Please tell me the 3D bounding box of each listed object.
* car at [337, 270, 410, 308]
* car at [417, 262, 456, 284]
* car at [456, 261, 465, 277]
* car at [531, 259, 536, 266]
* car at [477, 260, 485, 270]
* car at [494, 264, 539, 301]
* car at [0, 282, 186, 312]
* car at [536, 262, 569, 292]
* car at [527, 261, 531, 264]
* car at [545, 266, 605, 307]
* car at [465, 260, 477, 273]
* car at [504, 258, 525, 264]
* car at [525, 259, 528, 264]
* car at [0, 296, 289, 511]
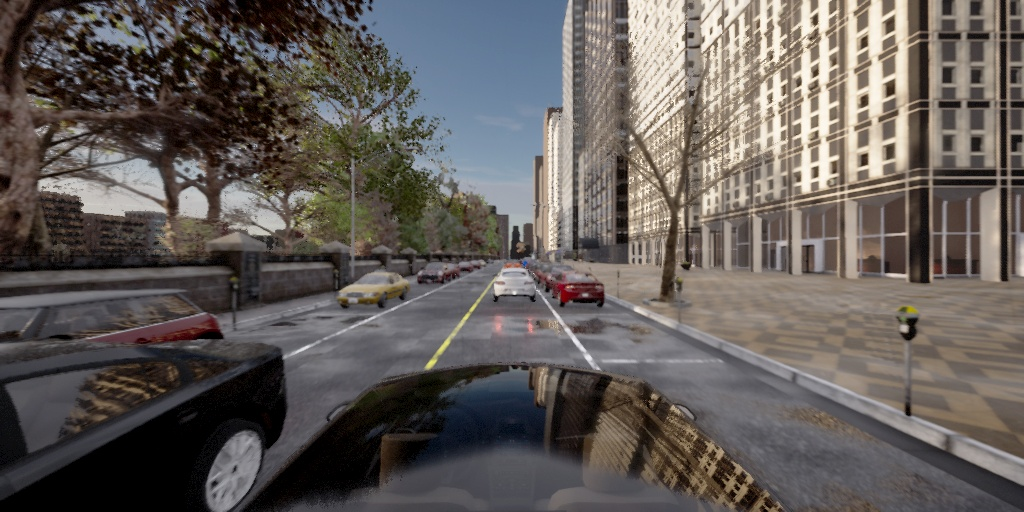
[{"bbox_3d":[-5.688,1.282,15.239,1.751,1.417,4.829,0,0,0],"label":"car"},{"bbox_3d":[-5.687,1.206,26.672,1.967,1.591,4.097,0,0,0],"label":"car"},{"bbox_3d":[-5.687,1.316,32.304,1.888,1.381,4.507,0,0,0],"label":"car"},{"bbox_3d":[2.694,1.206,26.671,1.967,1.591,4.097,0,0,0],"label":"car"},{"bbox_3d":[-5.684,1.343,54.833,1.888,1.381,4.507,0,0,0],"label":"car"},{"bbox_3d":[0.104,1.284,17.241,1.812,1.442,4.674,0,0,0],"label":"car"},{"bbox_3d":[-5.690,1.191,4.143,1.967,1.591,4.097,0,0,0],"label":"car"},{"bbox_3d":[2.693,1.201,21.039,1.967,1.591,4.097,0,0,0],"label":"car"},{"bbox_3d":[2.694,1.322,32.303,2.007,1.370,4.403,0,0,0],"label":"car"},{"bbox_3d":[2.692,1.302,15.408,1.888,1.381,4.507,0,0,0],"label":"car"},{"bbox_3d":[-5.685,1.328,43.569,1.888,1.381,4.507,0,0,0],"label":"car"},{"bbox_3d":[0.107,1.135,43.479,2.097,1.767,4.553,0,0,0],"label":"car"},{"bbox_3d":[2.694,1.327,37.935,2.007,1.370,4.403,0,0,0],"label":"car"},{"bbox_3d":[-3.076,1.228,1.347,1.882,1.535,5.008,0,0,0],"label":"car"}]
